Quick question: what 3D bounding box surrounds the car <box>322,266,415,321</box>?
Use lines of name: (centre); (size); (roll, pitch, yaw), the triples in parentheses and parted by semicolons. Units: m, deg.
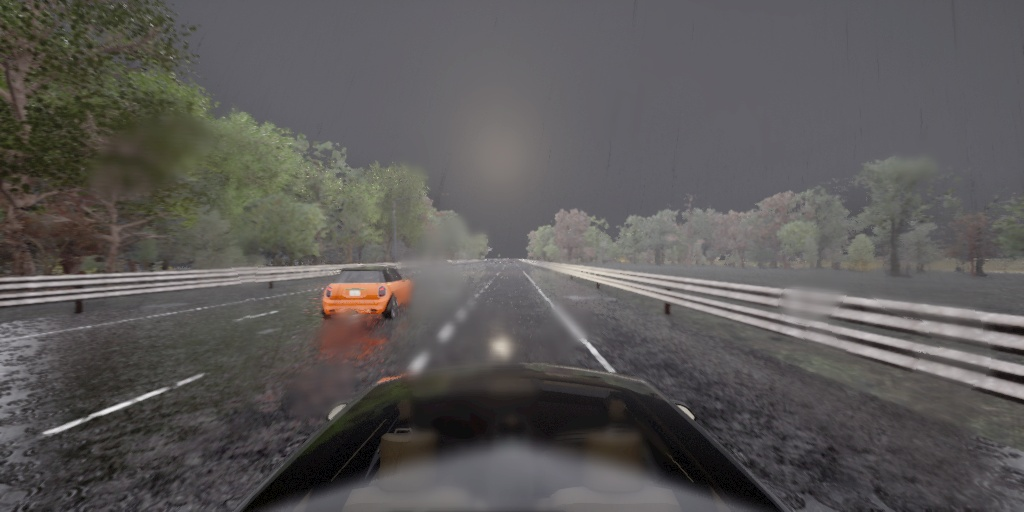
car: (-4.919, 1.155, 12.965); (2.097, 1.767, 4.553); (0, 0, -5)
